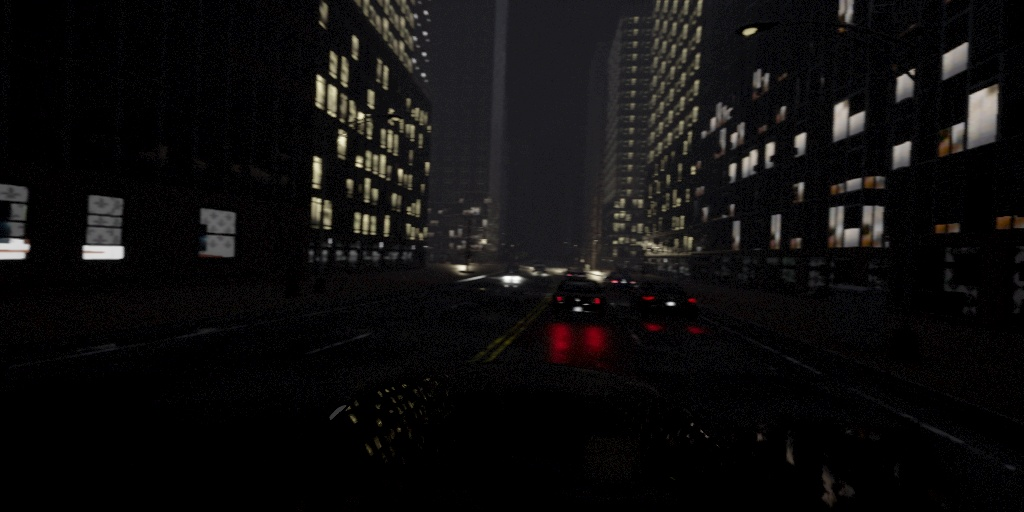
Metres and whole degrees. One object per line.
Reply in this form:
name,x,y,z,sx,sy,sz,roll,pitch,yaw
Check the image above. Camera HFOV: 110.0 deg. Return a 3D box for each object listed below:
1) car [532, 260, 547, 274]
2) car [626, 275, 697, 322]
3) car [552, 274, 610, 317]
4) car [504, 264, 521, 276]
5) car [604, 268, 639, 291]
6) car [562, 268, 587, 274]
car,4.519,1.751,58.645,2.150,2.045,5.566,2,-1,5
car,6.092,1.720,14.806,1.994,1.385,4.181,2,0,12
car,2.770,1.611,14.737,1.895,1.301,4.718,2,-1,12
car,0.125,1.706,45.418,2.128,1.511,4.902,2,0,5
car,8.203,1.922,27.630,2.033,1.411,5.357,2,-1,8
car,5.285,1.769,30.247,2.128,1.511,4.902,2,-1,8
